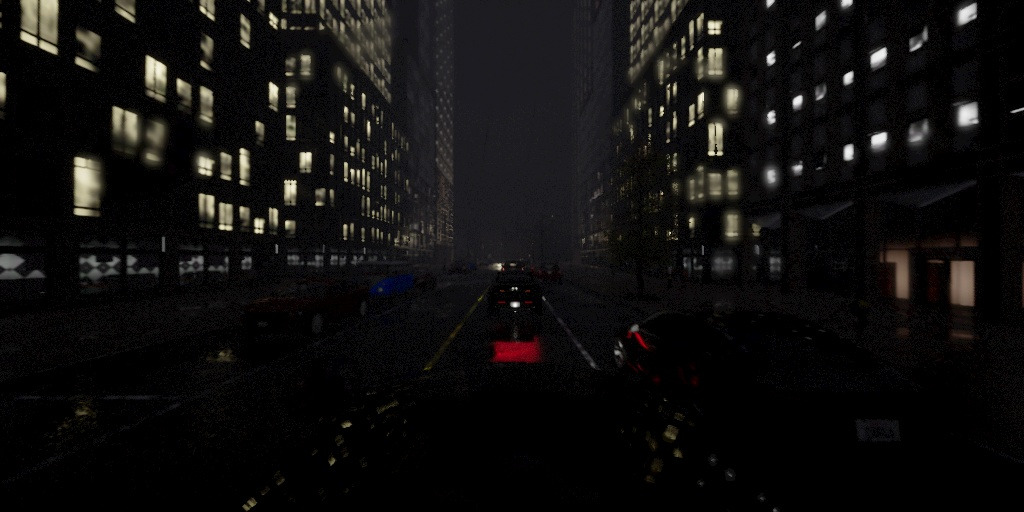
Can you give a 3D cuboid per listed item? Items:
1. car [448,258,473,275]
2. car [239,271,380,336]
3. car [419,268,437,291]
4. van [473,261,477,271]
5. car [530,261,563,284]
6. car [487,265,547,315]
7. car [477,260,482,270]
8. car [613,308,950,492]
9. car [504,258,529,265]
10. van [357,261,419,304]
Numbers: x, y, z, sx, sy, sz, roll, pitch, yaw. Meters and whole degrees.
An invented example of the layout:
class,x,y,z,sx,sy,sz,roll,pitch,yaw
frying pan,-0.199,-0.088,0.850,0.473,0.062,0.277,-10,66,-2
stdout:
class,x,y,z,sx,sy,sz,roll,pitch,yaw
car,-5.691,1.241,38.879,1.967,1.591,4.097,0,0,0
car,-5.690,1.309,10.418,1.888,1.381,4.507,0,0,0
car,-5.690,1.362,21.803,1.802,1.307,4.207,0,0,0
van,-5.691,1.149,44.572,1.690,1.789,3.998,0,0,0
car,2.691,1.228,27.480,1.967,1.591,4.097,0,0,0
car,0.100,1.274,13.663,1.837,1.490,4.892,0,0,0
car,-5.691,1.380,50.264,1.948,1.339,4.313,0,0,0
car,2.691,1.321,4.713,1.948,1.339,4.313,0,0,0
car,0.099,1.145,31.306,2.097,1.767,4.553,0,0,0
van,-5.690,1.113,16.111,1.690,1.789,3.998,0,0,0
